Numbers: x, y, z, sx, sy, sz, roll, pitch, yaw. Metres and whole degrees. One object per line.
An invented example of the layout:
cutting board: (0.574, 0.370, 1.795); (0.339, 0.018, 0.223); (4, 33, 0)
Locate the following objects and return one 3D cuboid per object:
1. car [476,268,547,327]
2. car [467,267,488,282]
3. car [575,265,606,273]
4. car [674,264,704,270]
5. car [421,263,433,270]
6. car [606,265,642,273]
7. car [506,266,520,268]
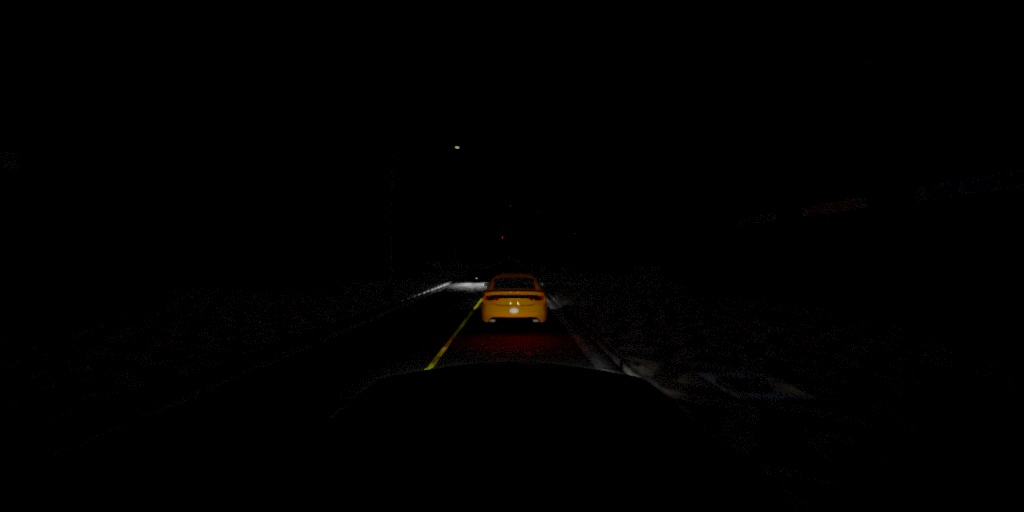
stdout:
car: (0.073, 1.323, 12.022); (1.882, 1.535, 5.008); (0, 0, 0)
car: (-3.088, 1.660, 33.548); (1.895, 1.301, 4.718); (0, -1, 0)
car: (12.140, 2.067, 56.711); (4.313, 1.339, 1.948); (0, 0, 0)
car: (29.069, 2.084, 56.701); (5.009, 1.841, 2.192); (0, 0, 0)
car: (-14.768, 1.658, 56.629); (4.403, 1.370, 2.007); (0, 0, 0)
car: (17.952, 2.114, 56.708); (4.829, 1.417, 1.751); (0, 0, 0)
car: (0.091, 1.571, 30.022); (2.033, 1.411, 5.357); (0, -1, 0)
